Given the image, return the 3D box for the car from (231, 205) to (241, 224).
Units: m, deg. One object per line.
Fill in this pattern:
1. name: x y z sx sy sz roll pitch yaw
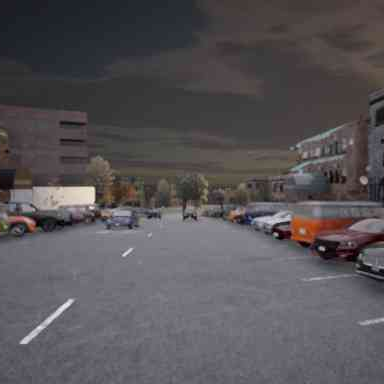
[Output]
1. car: 6.305 2.174 28.840 5.008 1.535 2.097 2 -3 -20

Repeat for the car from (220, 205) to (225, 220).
1. car: 6.211 2.587 37.630 4.892 1.521 2.231 2 -3 -21

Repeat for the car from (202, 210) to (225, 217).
1. car: 5.312 5.310 81.493 5.366 1.575 1.946 2 -4 -21

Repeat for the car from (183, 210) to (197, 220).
1. car: -0.274 3.057 44.082 1.895 1.301 4.718 0 -3 -1

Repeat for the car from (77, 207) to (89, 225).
1. car: -11.506 2.224 28.295 4.674 1.452 2.002 0 -2 -20

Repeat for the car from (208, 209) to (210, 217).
1. car: 5.865 3.819 61.062 4.553 1.767 2.185 2 -4 -21

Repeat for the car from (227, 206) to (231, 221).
1. car: 6.247 2.335 31.753 4.792 1.488 2.163 2 -3 -20

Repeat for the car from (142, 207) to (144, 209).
1. car: -11.699 3.809 58.242 5.366 1.575 1.946 1 -4 -21

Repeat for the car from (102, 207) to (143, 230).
1. car: -5.191 2.085 25.397 1.812 1.442 4.674 0 -2 0

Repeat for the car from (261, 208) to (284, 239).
1. car: 6.349 1.740 17.105 4.792 1.488 2.163 2 -2 -20

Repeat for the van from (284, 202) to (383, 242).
1. van: 6.502 1.400 14.235 4.442 1.987 1.878 1 -2 -20

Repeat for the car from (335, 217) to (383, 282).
1. car: 6.415 1.507 8.332 4.892 1.521 2.231 1 -1 -20

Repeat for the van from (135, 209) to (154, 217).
1. van: -12.192 5.399 85.124 4.442 1.987 1.878 0 -4 -20

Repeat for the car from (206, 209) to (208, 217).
1. car: 5.836 4.139 63.989 5.008 1.535 2.097 2 -4 -21

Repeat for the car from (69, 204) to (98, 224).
1. car: -11.507 2.193 31.300 4.553 1.767 2.185 0 -3 -20

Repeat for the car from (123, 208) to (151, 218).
1. car: -12.118 4.564 73.151 5.566 2.045 2.435 1 -4 -20

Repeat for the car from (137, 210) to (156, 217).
1. car: -12.031 5.703 88.166 4.553 1.767 2.185 0 -4 -20

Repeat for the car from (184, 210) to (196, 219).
1. car: -0.412 3.641 54.126 1.895 1.301 4.718 0 -4 -1

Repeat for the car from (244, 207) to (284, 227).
1. car: 6.346 1.970 22.974 4.674 1.452 2.002 2 -2 -20

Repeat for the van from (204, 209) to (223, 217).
1. van: 5.530 5.295 84.548 4.442 1.987 1.878 2 -4 -21

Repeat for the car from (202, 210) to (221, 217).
1. car: 5.245 5.785 90.368 4.553 1.767 2.185 2 -4 -21

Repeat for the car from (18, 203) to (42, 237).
1. car: -11.482 1.692 19.321 4.553 1.767 2.185 0 -2 -20

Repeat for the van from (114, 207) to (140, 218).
1. van: -12.034 3.780 61.135 4.442 1.987 1.878 1 -4 -21

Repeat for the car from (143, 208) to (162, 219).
1. car: -5.327 3.235 48.130 2.033 1.411 5.357 0 -3 -1

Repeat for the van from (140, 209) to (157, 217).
1. van: -11.931 5.806 91.203 4.442 1.987 1.878 0 -4 -19

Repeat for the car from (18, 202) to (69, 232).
1. car: -11.450 1.684 22.344 5.566 2.045 2.435 0 -3 -20

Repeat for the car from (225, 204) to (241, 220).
1. car: 6.217 2.316 34.701 4.553 1.767 2.185 2 -3 -20

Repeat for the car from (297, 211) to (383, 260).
1. car: 6.408 1.554 11.259 5.008 1.535 2.097 1 -1 -20

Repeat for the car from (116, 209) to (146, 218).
1. car: -11.802 4.206 64.221 5.366 1.575 1.946 1 -4 -21

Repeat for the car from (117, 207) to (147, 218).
1. car: -12.054 4.158 67.146 5.566 2.045 2.435 1 -4 -21

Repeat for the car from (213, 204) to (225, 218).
1. car: 6.179 2.641 43.520 5.566 2.045 2.435 2 -4 -21

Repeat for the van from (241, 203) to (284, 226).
1. van: 6.432 1.827 25.960 4.442 1.987 1.878 2 -3 -20

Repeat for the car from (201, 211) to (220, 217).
1. car: 5.225 6.139 93.321 4.792 1.488 2.163 2 -4 -21

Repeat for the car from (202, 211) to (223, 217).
1. car: 5.355 5.713 87.425 5.008 1.535 2.097 2 -4 -21

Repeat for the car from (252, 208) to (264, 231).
1. car: 6.364 1.856 20.037 4.674 1.452 2.002 2 -2 -20

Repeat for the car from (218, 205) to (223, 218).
1. car: 6.179 2.735 40.564 4.892 1.521 2.231 2 -4 -21

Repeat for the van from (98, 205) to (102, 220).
1. van: -11.459 2.233 34.334 4.442 1.987 1.878 0 -3 -20

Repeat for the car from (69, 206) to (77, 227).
1. car: -11.515 2.085 25.293 4.792 1.488 2.163 0 -2 -20

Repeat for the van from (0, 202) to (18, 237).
1. van: -11.324 1.486 16.384 4.442 1.987 1.878 0 -2 -20

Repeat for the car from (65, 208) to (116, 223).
1. car: -11.422 2.605 37.336 5.366 1.575 1.946 0 -3 -21

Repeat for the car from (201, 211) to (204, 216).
1. car: 5.559 5.123 78.631 5.008 1.535 2.097 2 -4 -21
